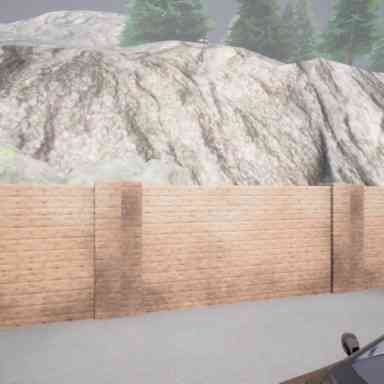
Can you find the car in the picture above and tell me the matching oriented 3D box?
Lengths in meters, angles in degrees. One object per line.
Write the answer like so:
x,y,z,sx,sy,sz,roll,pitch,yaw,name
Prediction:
2.193,1.492,1.896,4.902,1.511,2.128,0,0,-18,car
